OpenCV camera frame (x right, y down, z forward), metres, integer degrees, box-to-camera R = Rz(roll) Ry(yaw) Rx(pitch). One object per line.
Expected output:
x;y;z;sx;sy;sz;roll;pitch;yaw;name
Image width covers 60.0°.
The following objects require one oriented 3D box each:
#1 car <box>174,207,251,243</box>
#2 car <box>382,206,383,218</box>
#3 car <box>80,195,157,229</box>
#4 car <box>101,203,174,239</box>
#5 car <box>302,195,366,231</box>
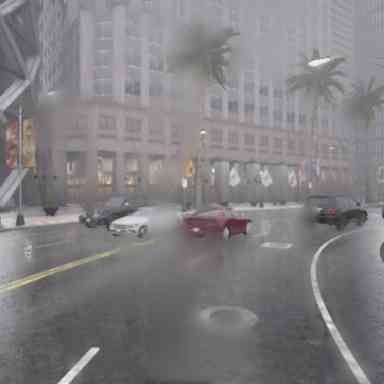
1.360;1.464;16.319;1.882;1.535;5.008;0;0;29;car
17.845;1.329;27.504;4.553;1.767;2.097;0;0;-30;car
-4.316;1.203;20.926;2.150;2.045;5.566;0;0;33;car
-2.253;1.510;17.467;1.812;1.442;4.674;0;0;30;car
8.907;1.204;20.668;2.150;2.045;5.566;0;0;45;car
